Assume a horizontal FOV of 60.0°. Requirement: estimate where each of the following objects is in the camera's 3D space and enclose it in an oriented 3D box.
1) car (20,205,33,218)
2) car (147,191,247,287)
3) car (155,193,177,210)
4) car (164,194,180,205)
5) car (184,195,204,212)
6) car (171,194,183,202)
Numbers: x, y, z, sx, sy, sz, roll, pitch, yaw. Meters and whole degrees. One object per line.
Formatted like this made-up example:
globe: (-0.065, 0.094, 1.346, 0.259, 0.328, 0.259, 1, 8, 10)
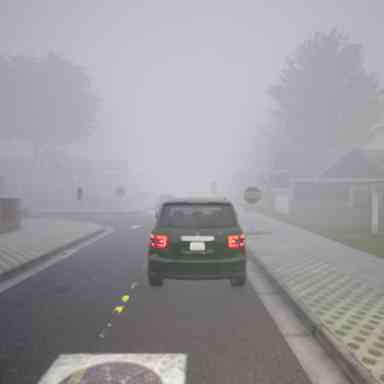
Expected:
car: (-13.585, 1.118, 23.159, 4.674, 1.442, 1.812, 1, 1, 0)
car: (0.120, 1.116, 9.137, 2.150, 2.045, 5.566, 0, 1, 0)
car: (-2.754, 0.969, 36.263, 2.097, 1.767, 4.553, 0, 1, 0)
car: (-2.721, 1.077, 46.593, 1.994, 1.385, 4.181, 0, 1, 0)
car: (0.187, 1.109, 34.847, 1.882, 1.535, 5.008, 0, 1, 0)
car: (-2.666, 1.000, 58.711, 1.895, 1.301, 4.718, 0, 1, 1)
